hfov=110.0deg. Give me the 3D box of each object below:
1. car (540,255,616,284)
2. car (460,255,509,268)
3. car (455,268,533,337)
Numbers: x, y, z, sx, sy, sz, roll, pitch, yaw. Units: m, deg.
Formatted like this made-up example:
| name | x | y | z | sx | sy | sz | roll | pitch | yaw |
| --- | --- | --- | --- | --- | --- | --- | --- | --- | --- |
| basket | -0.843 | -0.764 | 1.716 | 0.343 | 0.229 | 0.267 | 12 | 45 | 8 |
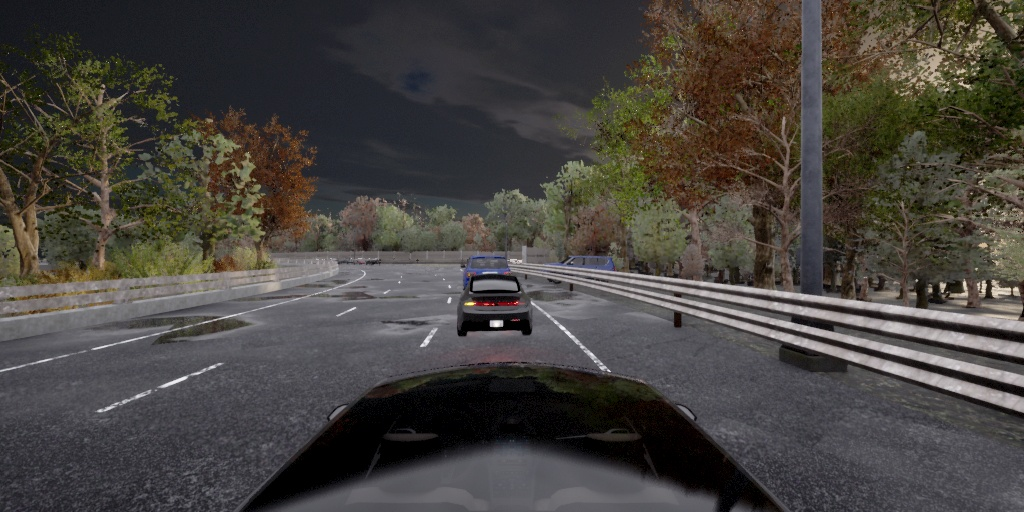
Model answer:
| name | x | y | z | sx | sy | sz | roll | pitch | yaw |
| --- | --- | --- | --- | --- | --- | --- | --- | --- | --- |
| car | 4.818 | 0.964 | 26.160 | 5.566 | 2.045 | 2.150 | 3 | 1 | -7 |
| car | -1.330 | 0.971 | 17.847 | 2.150 | 2.045 | 5.566 | 0 | 0 | -9 |
| car | -0.558 | 1.255 | 10.372 | 1.837 | 1.490 | 4.892 | 0 | 0 | -5 |
